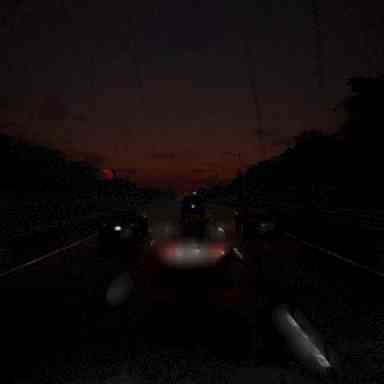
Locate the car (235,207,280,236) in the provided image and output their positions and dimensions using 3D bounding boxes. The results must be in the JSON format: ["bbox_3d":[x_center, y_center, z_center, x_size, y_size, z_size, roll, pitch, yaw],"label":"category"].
[{"bbox_3d":[3.600,1.588,19.030,1.882,1.535,5.008,0,0,0],"label":"car"}]

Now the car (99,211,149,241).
[{"bbox_3d":[-3.400,1.662,17.280,1.994,1.385,4.181,0,0,0],"label":"car"}]

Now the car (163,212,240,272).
[{"bbox_3d":[0.098,1.602,10.885,2.033,1.411,5.357,0,0,0],"label":"car"}]

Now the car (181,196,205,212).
[{"bbox_3d":[0.097,1.427,32.924,2.150,2.045,5.566,0,-1,0],"label":"car"}]
